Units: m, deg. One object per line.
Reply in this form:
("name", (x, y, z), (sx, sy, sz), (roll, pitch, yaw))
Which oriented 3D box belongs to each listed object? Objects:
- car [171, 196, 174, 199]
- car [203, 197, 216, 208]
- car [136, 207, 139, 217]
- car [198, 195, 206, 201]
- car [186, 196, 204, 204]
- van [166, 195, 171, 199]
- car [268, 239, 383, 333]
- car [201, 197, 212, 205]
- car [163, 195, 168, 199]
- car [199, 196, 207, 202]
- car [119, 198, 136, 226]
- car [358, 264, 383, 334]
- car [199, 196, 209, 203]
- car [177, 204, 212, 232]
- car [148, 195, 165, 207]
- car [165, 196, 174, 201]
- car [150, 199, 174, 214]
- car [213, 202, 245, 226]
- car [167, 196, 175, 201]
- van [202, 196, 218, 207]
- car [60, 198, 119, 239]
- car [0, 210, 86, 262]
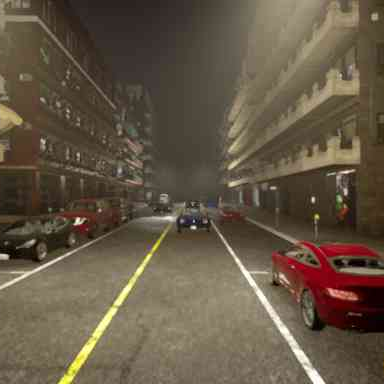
("car", (-5.701, 1.639, 73.472), (2.008, 1.369, 4.403), (1, 0, 0))
("car", (2.693, 1.586, 51.322), (1.752, 1.417, 4.829), (1, 0, 0))
("car", (-5.688, 1.616, 28.905), (1.802, 1.307, 4.206), (1, 0, 0))
("car", (2.642, 1.660, 90.149), (2.008, 1.369, 4.403), (1, 0, 0))
("car", (0.088, 1.596, 40.846), (2.033, 1.411, 5.357), (0, 0, 0))
("van", (-5.697, 1.422, 67.903), (1.690, 1.788, 3.998), (1, 0, 0))
("car", (2.698, 1.590, 6.583), (1.802, 1.307, 4.206), (1, 0, 0))
("car", (2.662, 1.619, 62.294), (1.887, 1.381, 4.507), (1, 0, 0))
("car", (-5.696, 1.633, 56.760), (1.947, 1.339, 4.313), (1, 0, 0))
("car", (2.645, 1.677, 79.008), (1.802, 1.307, 4.206), (1, 0, 0))
("car", (-5.683, 1.343, 23.334), (2.192, 1.841, 5.009), (1, 0, 0))
("car", (2.700, 1.527, 1.181), (1.752, 1.417, 4.829), (1, 0, 0))
("car", (2.646, 1.654, 73.436), (1.947, 1.339, 4.313), (1, 0, 0))
("car", (0.094, 1.625, 20.212), (1.895, 1.301, 4.718), (0, 0, 0))
("car", (-5.694, 1.586, 51.019), (1.752, 1.417, 4.829), (1, 0, 0))
("car", (-5.704, 1.653, 84.616), (2.008, 1.369, 4.403), (1, 0, 0))
("car", (-3.011, 1.695, 35.463), (1.895, 1.301, 4.718), (0, 0, 0))
("car", (2.693, 1.610, 23.296), (1.802, 1.307, 4.206), (1, 0, 0))
("car", (-5.706, 1.691, 90.186), (1.802, 1.307, 4.206), (1, 0, 0))
("van", (2.693, 1.395, 45.581), (1.690, 1.788, 3.998), (1, 0, 0))
("car", (-5.681, 1.336, 17.762), (2.192, 1.841, 5.009), (1, 0, 0))
("car", (-5.683, 1.580, 12.191), (1.947, 1.339, 4.313), (1, 0, 0))
